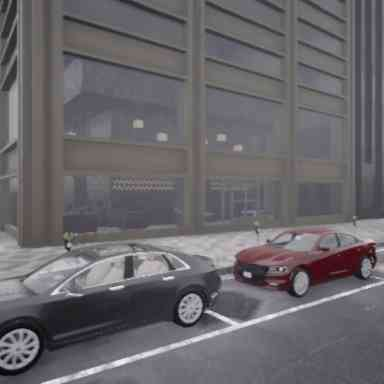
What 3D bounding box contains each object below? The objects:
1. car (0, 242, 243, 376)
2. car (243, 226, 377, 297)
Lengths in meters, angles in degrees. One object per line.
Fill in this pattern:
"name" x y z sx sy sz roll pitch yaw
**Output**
"car" -1.502 1.571 5.473 4.403 1.369 2.008 1 -1 -35
"car" 3.077 1.627 8.739 4.507 1.381 1.887 1 -1 -35
